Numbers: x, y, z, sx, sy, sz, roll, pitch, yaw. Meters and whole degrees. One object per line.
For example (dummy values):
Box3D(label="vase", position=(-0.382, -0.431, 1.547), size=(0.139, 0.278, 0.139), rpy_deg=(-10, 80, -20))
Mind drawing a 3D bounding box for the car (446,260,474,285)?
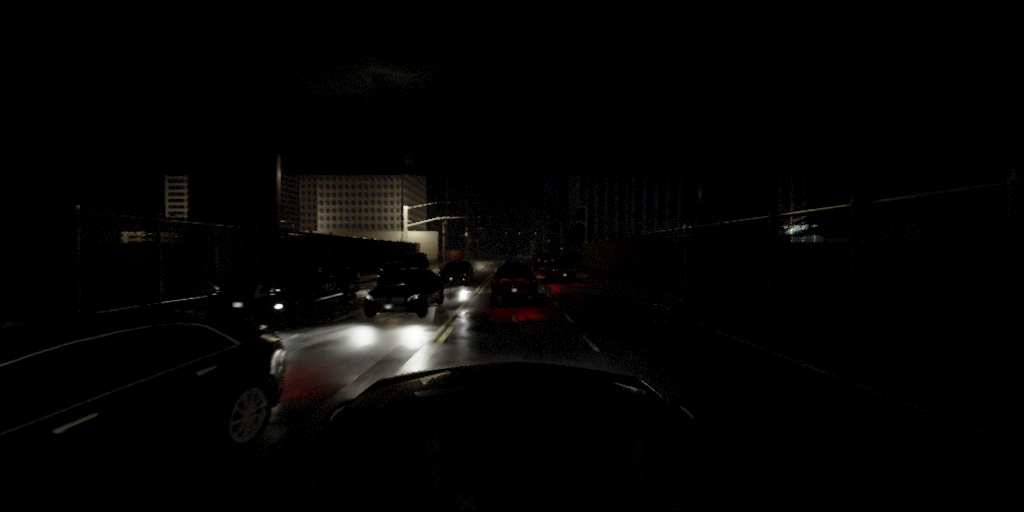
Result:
Box3D(label="car", position=(-3.568, 1.053, 23.531), size=(1.837, 1.490, 4.892), rpy_deg=(0, 1, 1))

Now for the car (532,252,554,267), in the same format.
Box3D(label="car", position=(3.520, 0.609, 39.776), size=(2.150, 2.045, 5.566), rpy_deg=(0, 0, 1))

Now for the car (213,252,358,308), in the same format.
Box3D(label="car", position=(-7.102, 0.881, 12.047), size=(2.150, 2.045, 5.566), rpy_deg=(0, 1, 0))

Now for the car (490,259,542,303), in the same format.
Box3D(label="car", position=(0.088, 1.095, 15.831), size=(1.882, 1.535, 5.008), rpy_deg=(0, 1, 0))

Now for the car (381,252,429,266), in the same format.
Box3D(label="car", position=(-7.064, 0.768, 24.094), size=(2.150, 2.045, 5.566), rpy_deg=(0, 0, 1))

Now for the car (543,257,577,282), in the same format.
Box3D(label="car", position=(3.543, 1.042, 26.223), size=(1.812, 1.442, 4.674), rpy_deg=(0, 1, 0))

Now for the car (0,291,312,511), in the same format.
Box3D(label="car", position=(-3.599, 1.254, 2.301), size=(1.837, 1.490, 4.892), rpy_deg=(0, 0, 0))

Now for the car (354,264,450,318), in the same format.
Box3D(label="car", position=(-3.597, 1.175, 12.725), size=(1.812, 1.442, 4.674), rpy_deg=(0, 1, 0))

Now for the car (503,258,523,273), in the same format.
Box3D(label="car", position=(0.063, 0.978, 37.421), size=(1.994, 1.385, 4.181), rpy_deg=(0, 1, 0))
